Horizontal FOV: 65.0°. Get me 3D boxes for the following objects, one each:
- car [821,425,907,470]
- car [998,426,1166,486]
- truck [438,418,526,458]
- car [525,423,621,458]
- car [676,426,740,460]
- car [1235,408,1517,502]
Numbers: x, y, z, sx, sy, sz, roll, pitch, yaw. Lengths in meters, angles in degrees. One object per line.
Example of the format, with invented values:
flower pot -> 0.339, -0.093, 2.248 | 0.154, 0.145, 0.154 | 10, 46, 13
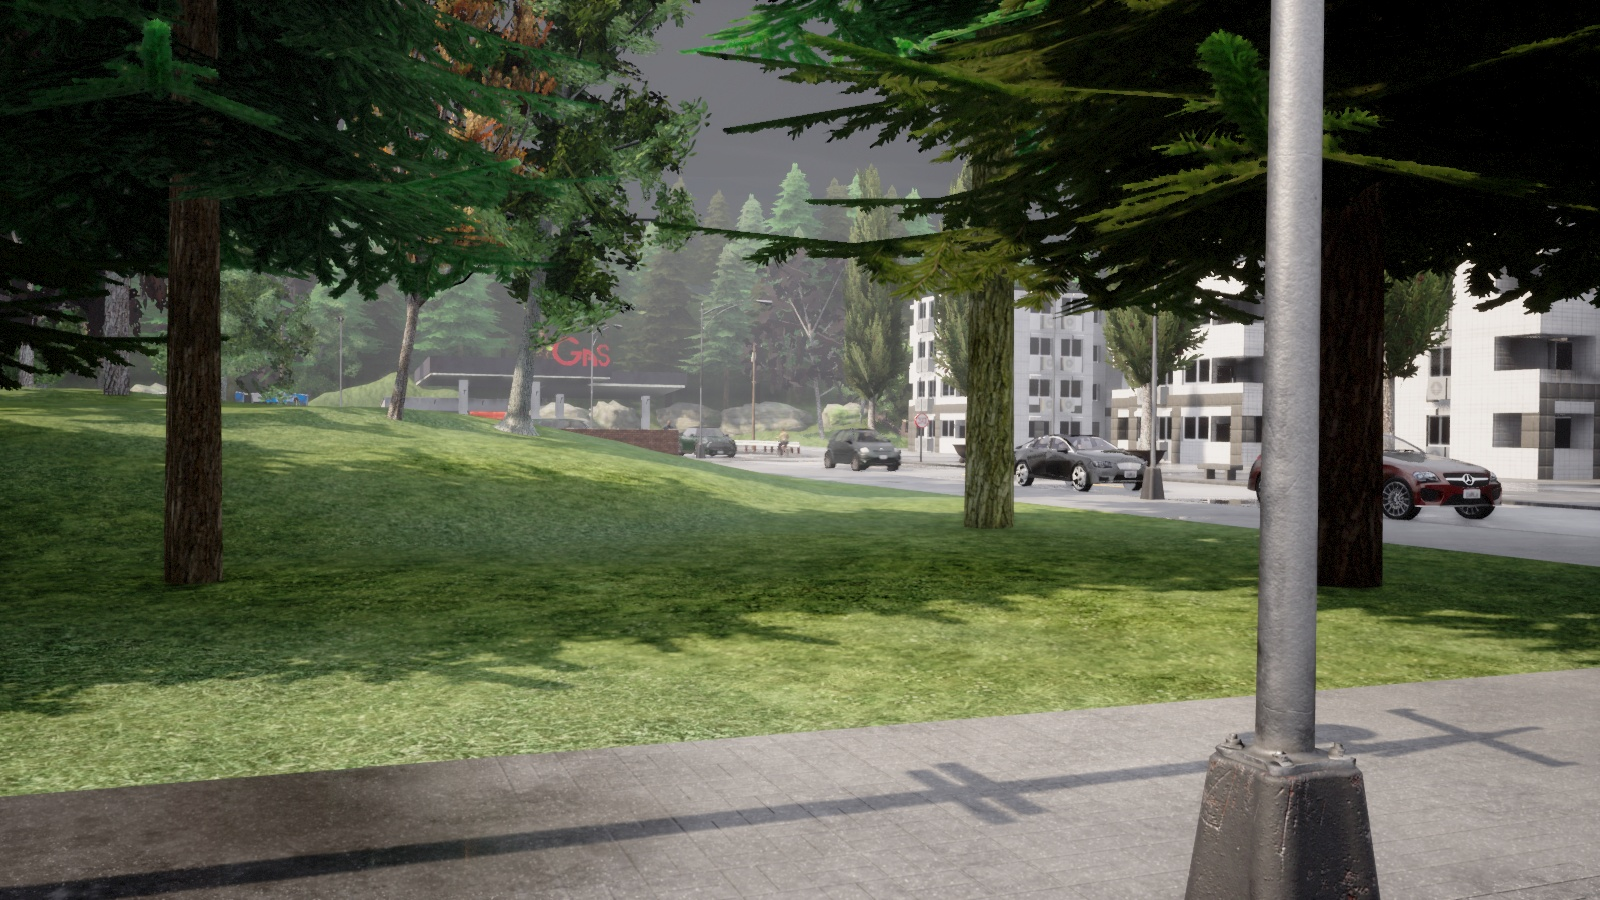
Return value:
car -> 2.403, -0.114, 48.217 | 1.851, 1.617, 3.988 | -1, 1, -21
car -> 7.614, 0.111, 34.497 | 2.128, 1.511, 4.902 | -1, 1, -21
truck -> -20.232, -0.768, 79.747 | 5.204, 2.467, 2.627 | -1, 1, -18
car -> -13.864, -0.584, 76.968 | 5.566, 2.045, 2.150 | -1, 1, -5
car -> -4.997, -0.391, 67.714 | 2.097, 1.767, 4.553 | -1, 1, -23
car -> 11.236, 0.049, 24.984 | 2.152, 1.651, 5.027 | -1, 1, -21
